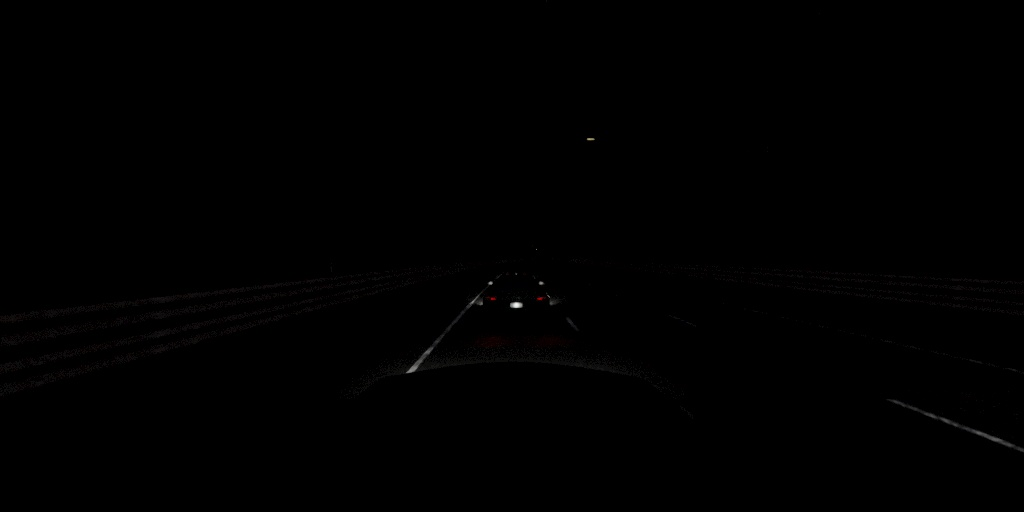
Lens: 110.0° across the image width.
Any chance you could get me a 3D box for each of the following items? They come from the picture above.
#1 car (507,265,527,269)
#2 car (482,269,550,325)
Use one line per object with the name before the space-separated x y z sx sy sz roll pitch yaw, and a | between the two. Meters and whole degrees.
car | 0.384 1.364 28.821 1.895 1.301 4.718 0 0 1
car | 0.134 1.310 11.765 1.994 1.385 4.181 0 0 0
